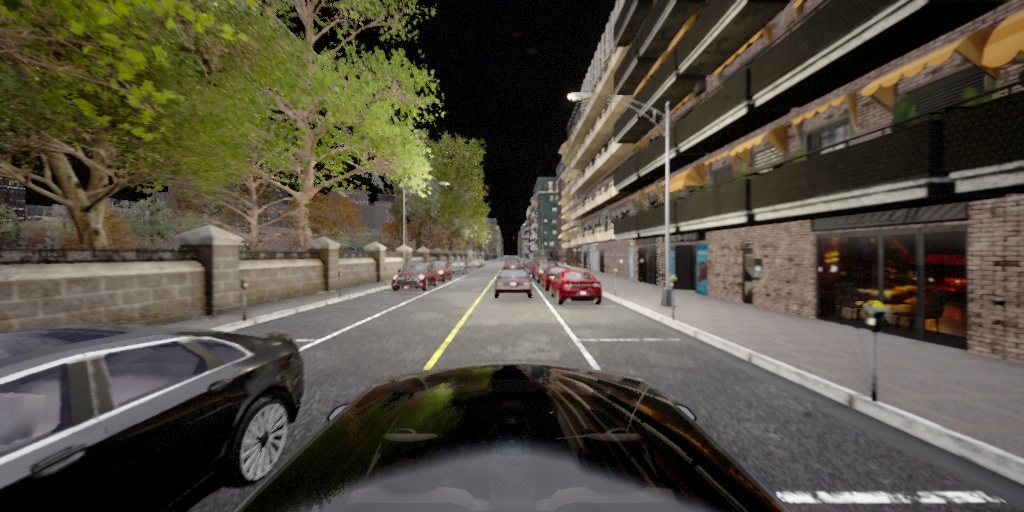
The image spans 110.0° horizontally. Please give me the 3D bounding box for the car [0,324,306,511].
[{"bbox_3d":[-3.096,1.244,1.801,2.128,1.511,4.902,0,0,0],"label":"car"}]

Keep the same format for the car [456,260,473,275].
[{"bbox_3d":[-5.706,1.233,38.297,2.007,1.370,4.403,0,0,0],"label":"car"}]

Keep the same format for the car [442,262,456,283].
[{"bbox_3d":[-5.701,1.143,27.035,1.967,1.591,4.097,0,0,0],"label":"car"}]

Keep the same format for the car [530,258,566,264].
[{"bbox_3d":[2.680,1.136,27.041,1.967,1.591,4.097,0,0,0],"label":"car"}]

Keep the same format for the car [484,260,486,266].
[{"bbox_3d":[-5.719,1.201,60.817,2.007,1.370,4.403,0,0,0],"label":"car"}]

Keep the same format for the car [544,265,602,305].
[{"bbox_3d":[2.687,1.262,15.781,1.888,1.381,4.507,0,0,0],"label":"car"}]

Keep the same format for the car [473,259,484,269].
[{"bbox_3d":[-5.716,1.183,55.017,1.751,1.417,4.829,0,0,0],"label":"car"}]

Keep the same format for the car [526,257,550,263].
[{"bbox_3d":[2.677,1.001,32.671,2.192,1.841,5.009,0,0,0],"label":"car"}]

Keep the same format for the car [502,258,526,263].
[{"bbox_3d":[0.070,1.031,37.712,2.097,1.767,4.553,0,0,0],"label":"car"}]

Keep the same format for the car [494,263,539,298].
[{"bbox_3d":[0.080,1.262,18.269,2.033,1.411,5.357,0,0,1],"label":"car"}]

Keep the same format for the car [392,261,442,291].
[{"bbox_3d":[-5.697,1.153,21.407,1.967,1.591,4.097,0,0,0],"label":"car"}]

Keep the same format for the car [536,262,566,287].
[{"bbox_3d":[2.683,1.251,21.412,1.888,1.381,4.507,0,0,0],"label":"car"}]
